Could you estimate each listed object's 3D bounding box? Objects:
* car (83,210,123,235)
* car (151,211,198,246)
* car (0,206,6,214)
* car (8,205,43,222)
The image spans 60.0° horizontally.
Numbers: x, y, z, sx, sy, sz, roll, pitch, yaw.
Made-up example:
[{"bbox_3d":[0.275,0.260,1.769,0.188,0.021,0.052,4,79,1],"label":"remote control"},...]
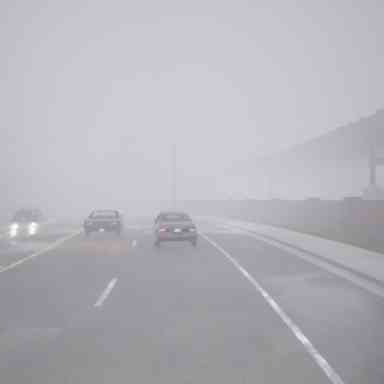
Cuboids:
[{"bbox_3d":[-4.988,1.695,19.278,1.895,1.301,4.718,0,-1,-9],"label":"car"},{"bbox_3d":[-0.894,1.600,15.664,2.033,1.411,5.357,0,-1,-7],"label":"car"},{"bbox_3d":[-36.699,3.378,62.675,4.674,1.442,1.812,-3,-3,44],"label":"car"},{"bbox_3d":[-14.908,1.978,30.330,1.895,1.301,4.718,0,-2,-17],"label":"car"}]
